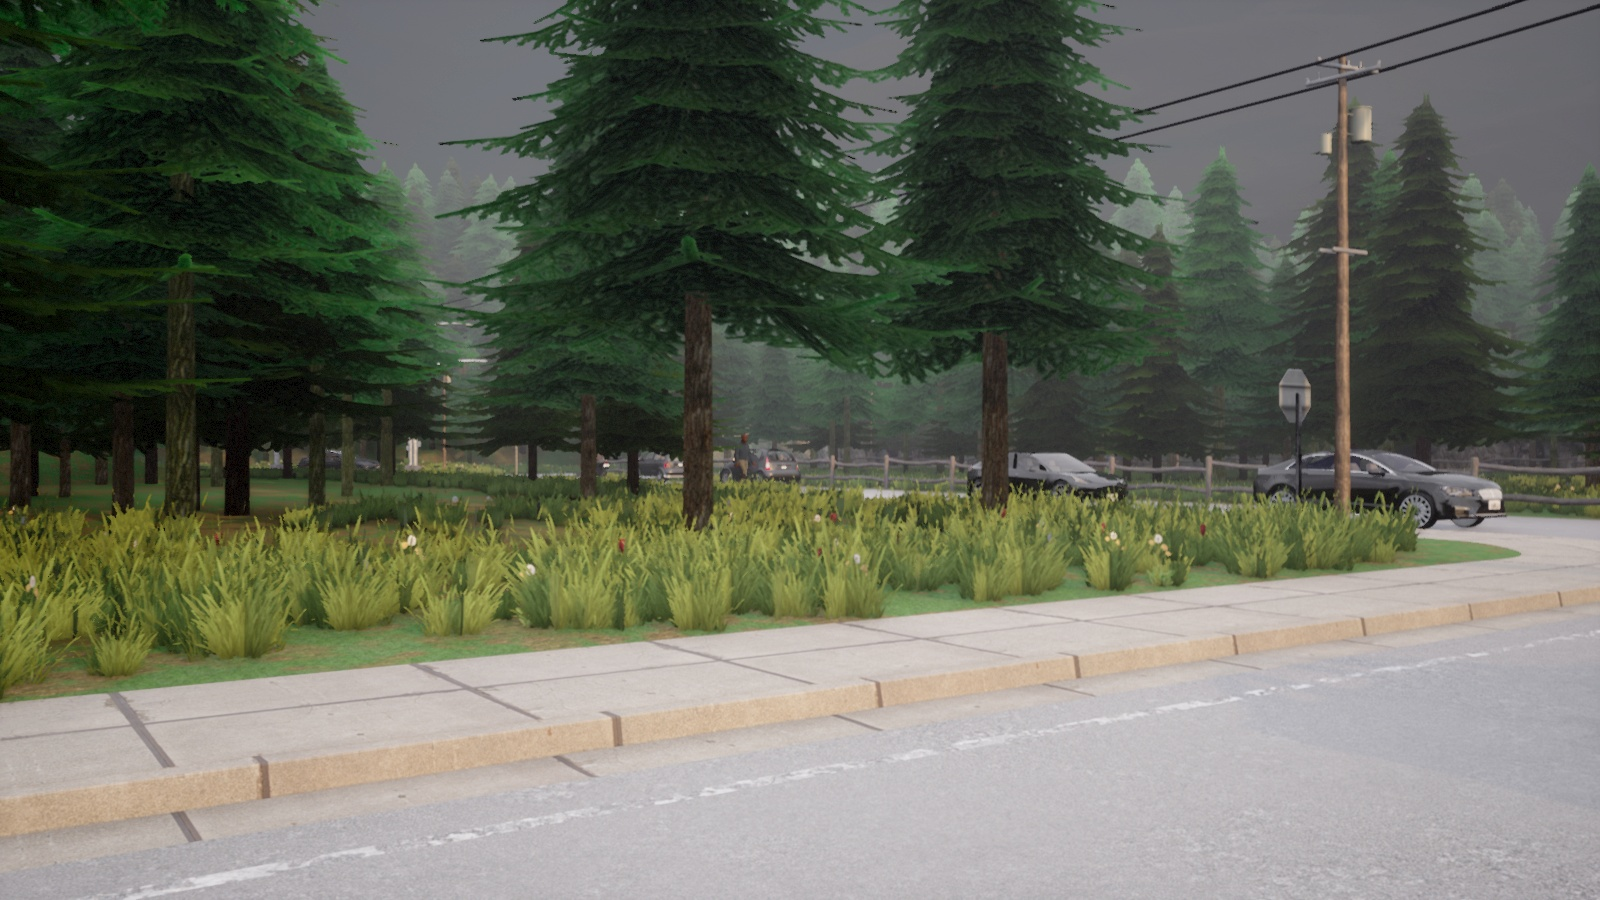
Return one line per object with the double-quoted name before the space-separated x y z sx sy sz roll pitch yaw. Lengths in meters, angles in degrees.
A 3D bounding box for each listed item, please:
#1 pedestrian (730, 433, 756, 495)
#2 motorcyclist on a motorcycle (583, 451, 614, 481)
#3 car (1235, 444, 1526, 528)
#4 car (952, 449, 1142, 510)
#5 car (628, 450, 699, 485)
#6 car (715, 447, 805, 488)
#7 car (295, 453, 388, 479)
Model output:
"pedestrian" -1.712 0.415 37.799 0.726 1.835 0.370 0 0 44
"motorcyclist on a motorcycle" -10.342 0.815 64.409 0.797 1.523 2.044 0 0 -35
"car" 11.408 0.649 25.054 2.128 1.511 4.902 0 0 -32
"car" 6.392 0.722 33.001 2.163 1.488 4.792 0 0 -33
"car" -6.388 0.789 58.521 1.789 1.549 3.705 0 0 -34
"car" -1.682 0.681 51.446 1.851 1.617 3.988 0 0 -34
"car" -26.860 0.915 73.579 4.892 1.490 1.837 0 0 12
